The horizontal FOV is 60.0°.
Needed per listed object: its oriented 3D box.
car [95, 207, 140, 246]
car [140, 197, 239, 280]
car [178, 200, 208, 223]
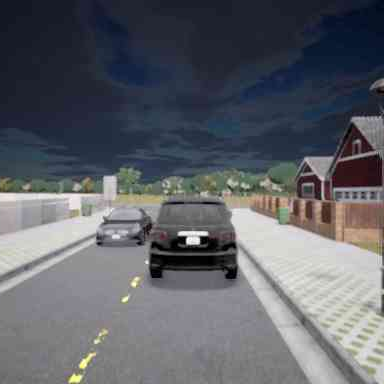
[{"bbox_3d":[-2.836,1.407,14.738,1.812,1.442,4.674,0,0,0],"label":"car"},{"bbox_3d":[0.067,1.139,9.898,2.150,2.045,5.566,0,0,1],"label":"car"},{"bbox_3d":[0.071,1.353,25.033,2.033,1.411,5.357,0,0,0],"label":"car"}]
